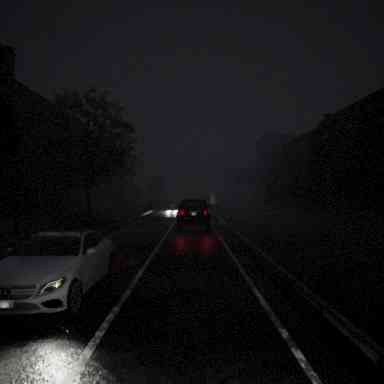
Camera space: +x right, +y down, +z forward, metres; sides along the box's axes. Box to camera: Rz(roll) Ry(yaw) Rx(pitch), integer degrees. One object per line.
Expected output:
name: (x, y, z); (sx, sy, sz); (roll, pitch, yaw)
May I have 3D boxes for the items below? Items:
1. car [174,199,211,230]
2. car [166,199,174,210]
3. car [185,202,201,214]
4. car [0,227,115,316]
car: (0.106, 1.478, 23.066); (2.150, 2.045, 5.566); (0, -1, 0)
car: (-3.048, 1.939, 52.588); (2.128, 1.511, 4.902); (0, 0, 0)
car: (0.113, 2.011, 41.831); (1.895, 1.301, 4.718); (0, 0, 0)
car: (-3.084, 1.606, 7.801); (1.812, 1.442, 4.674); (0, -1, 0)
